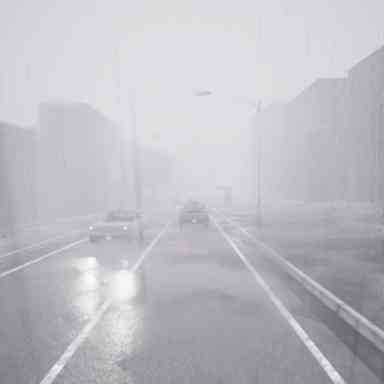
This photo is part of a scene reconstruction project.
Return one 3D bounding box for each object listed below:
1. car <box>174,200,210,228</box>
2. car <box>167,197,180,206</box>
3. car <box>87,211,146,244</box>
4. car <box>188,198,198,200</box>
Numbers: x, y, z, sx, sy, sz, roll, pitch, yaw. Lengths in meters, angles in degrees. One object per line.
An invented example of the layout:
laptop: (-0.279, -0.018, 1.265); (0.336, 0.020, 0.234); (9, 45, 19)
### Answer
car: (0.133, 1.495, 22.123); (2.128, 1.511, 4.902); (0, 0, 0)
car: (-3.146, 1.578, 58.240); (1.837, 1.490, 4.892); (0, 0, 1)
car: (-3.468, 1.599, 16.008); (1.895, 1.301, 4.718); (0, 0, 0)
car: (0.125, 1.544, 42.439); (2.128, 1.511, 4.902); (0, 0, 0)
